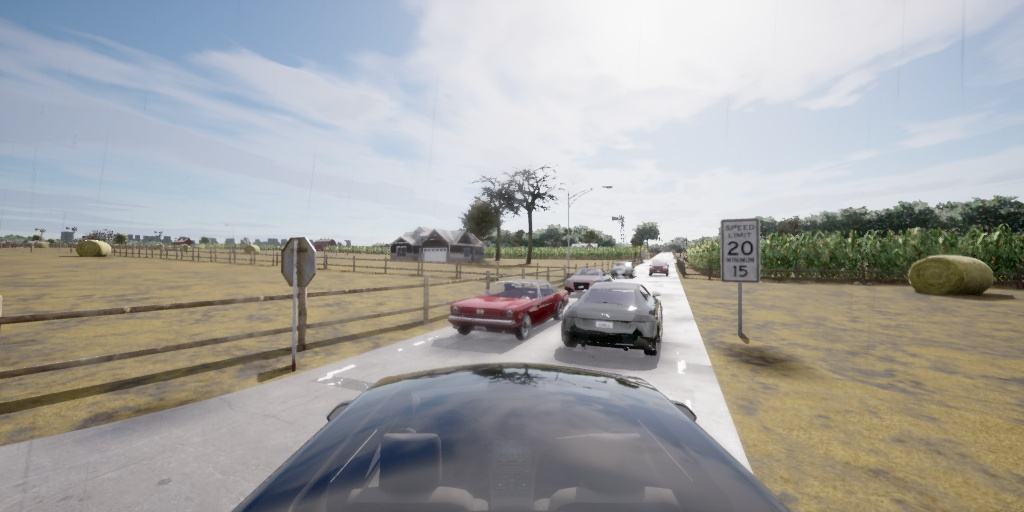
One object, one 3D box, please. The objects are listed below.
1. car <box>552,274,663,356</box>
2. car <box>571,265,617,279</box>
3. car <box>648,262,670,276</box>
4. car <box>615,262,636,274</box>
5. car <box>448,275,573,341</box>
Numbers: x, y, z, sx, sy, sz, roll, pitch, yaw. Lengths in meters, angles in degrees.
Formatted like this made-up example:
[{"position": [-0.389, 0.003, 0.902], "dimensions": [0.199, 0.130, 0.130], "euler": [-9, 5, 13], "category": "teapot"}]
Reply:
[{"position": [2.630, 1.326, 8.886], "dimensions": [1.994, 1.385, 4.181], "euler": [0, 0, 24], "category": "car"}, {"position": [4.217, 1.355, 19.489], "dimensions": [1.994, 1.385, 4.181], "euler": [0, 0, 24], "category": "car"}, {"position": [15.517, 1.341, 37.850], "dimensions": [1.812, 1.442, 4.674], "euler": [0, 0, 24], "category": "car"}, {"position": [10.430, 1.306, 33.453], "dimensions": [2.128, 1.511, 4.902], "euler": [0, 0, 24], "category": "car"}, {"position": [0.150, 1.373, 10.322], "dimensions": [1.895, 1.301, 4.718], "euler": [0, 0, 24], "category": "car"}]
